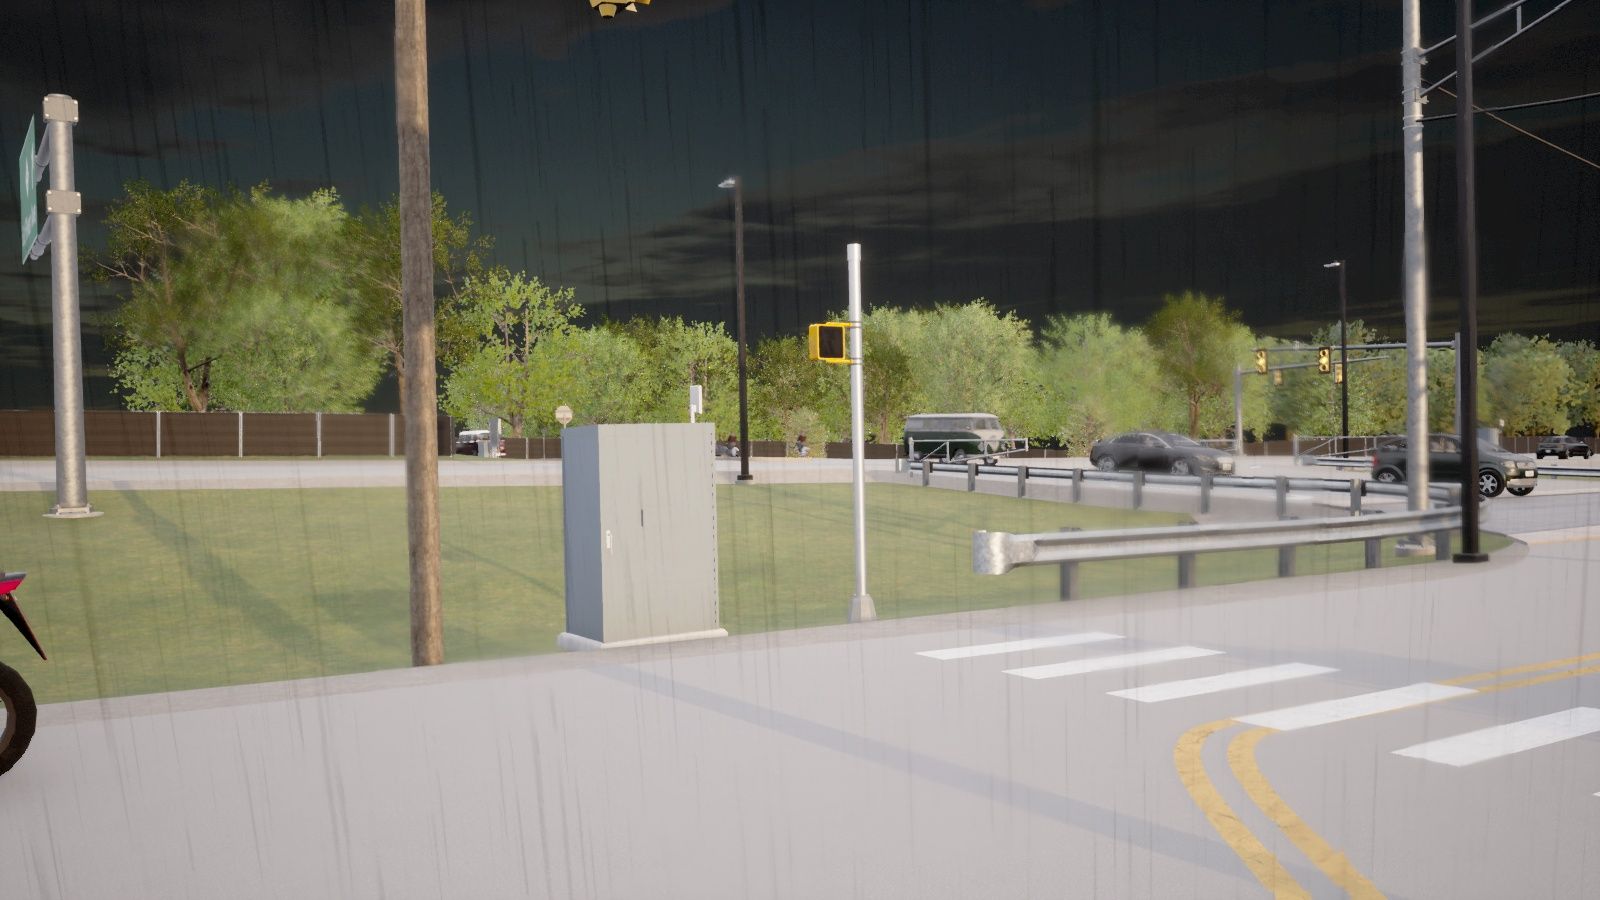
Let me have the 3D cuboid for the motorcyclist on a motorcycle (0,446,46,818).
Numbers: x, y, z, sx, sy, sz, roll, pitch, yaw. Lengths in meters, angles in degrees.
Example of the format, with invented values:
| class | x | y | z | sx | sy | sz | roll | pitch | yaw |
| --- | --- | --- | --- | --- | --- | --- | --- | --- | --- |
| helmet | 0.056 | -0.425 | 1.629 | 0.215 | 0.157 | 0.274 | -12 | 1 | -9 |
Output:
| class | x | y | z | sx | sy | sz | roll | pitch | yaw |
| --- | --- | --- | --- | --- | --- | --- | --- | --- | --- |
| motorcyclist on a motorcycle | -4.218 | 0.750 | 4.986 | 2.044 | 1.523 | 0.797 | 0 | 0 | -35 |

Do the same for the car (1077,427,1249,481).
| class | x | y | z | sx | sy | sz | roll | pitch | yaw |
| --- | --- | --- | --- | --- | --- | --- | --- | --- | --- |
| car | 11.235 | 0.083 | 39.196 | 2.128 | 1.511 | 4.902 | 0 | 2 | -34 |

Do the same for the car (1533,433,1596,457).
| class | x | y | z | sx | sy | sz | roll | pitch | yaw |
| --- | --- | --- | --- | --- | --- | --- | --- | --- | --- |
| car | 47.554 | -0.327 | 78.096 | 4.193 | 1.474 | 1.816 | 0 | 0 | -34 |

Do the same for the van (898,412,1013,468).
| class | x | y | z | sx | sy | sz | roll | pitch | yaw |
| --- | --- | --- | --- | --- | --- | --- | --- | --- | --- |
| van | 5.771 | -0.404 | 47.189 | 1.775 | 1.987 | 4.442 | 0 | 1 | -34 |

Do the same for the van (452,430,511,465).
| class | x | y | z | sx | sy | sz | roll | pitch | yaw |
| --- | --- | --- | --- | --- | --- | --- | --- | --- | --- |
| van | -19.924 | -0.124 | 78.386 | 2.069 | 2.038 | 4.480 | -2 | 0 | -35 |

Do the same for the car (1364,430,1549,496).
| class | x | y | z | sx | sy | sz | roll | pitch | yaw |
| --- | --- | --- | --- | --- | --- | --- | --- | --- | --- |
| car | 16.437 | 0.310 | 31.578 | 1.789 | 1.549 | 3.705 | -1 | 0 | -34 |
